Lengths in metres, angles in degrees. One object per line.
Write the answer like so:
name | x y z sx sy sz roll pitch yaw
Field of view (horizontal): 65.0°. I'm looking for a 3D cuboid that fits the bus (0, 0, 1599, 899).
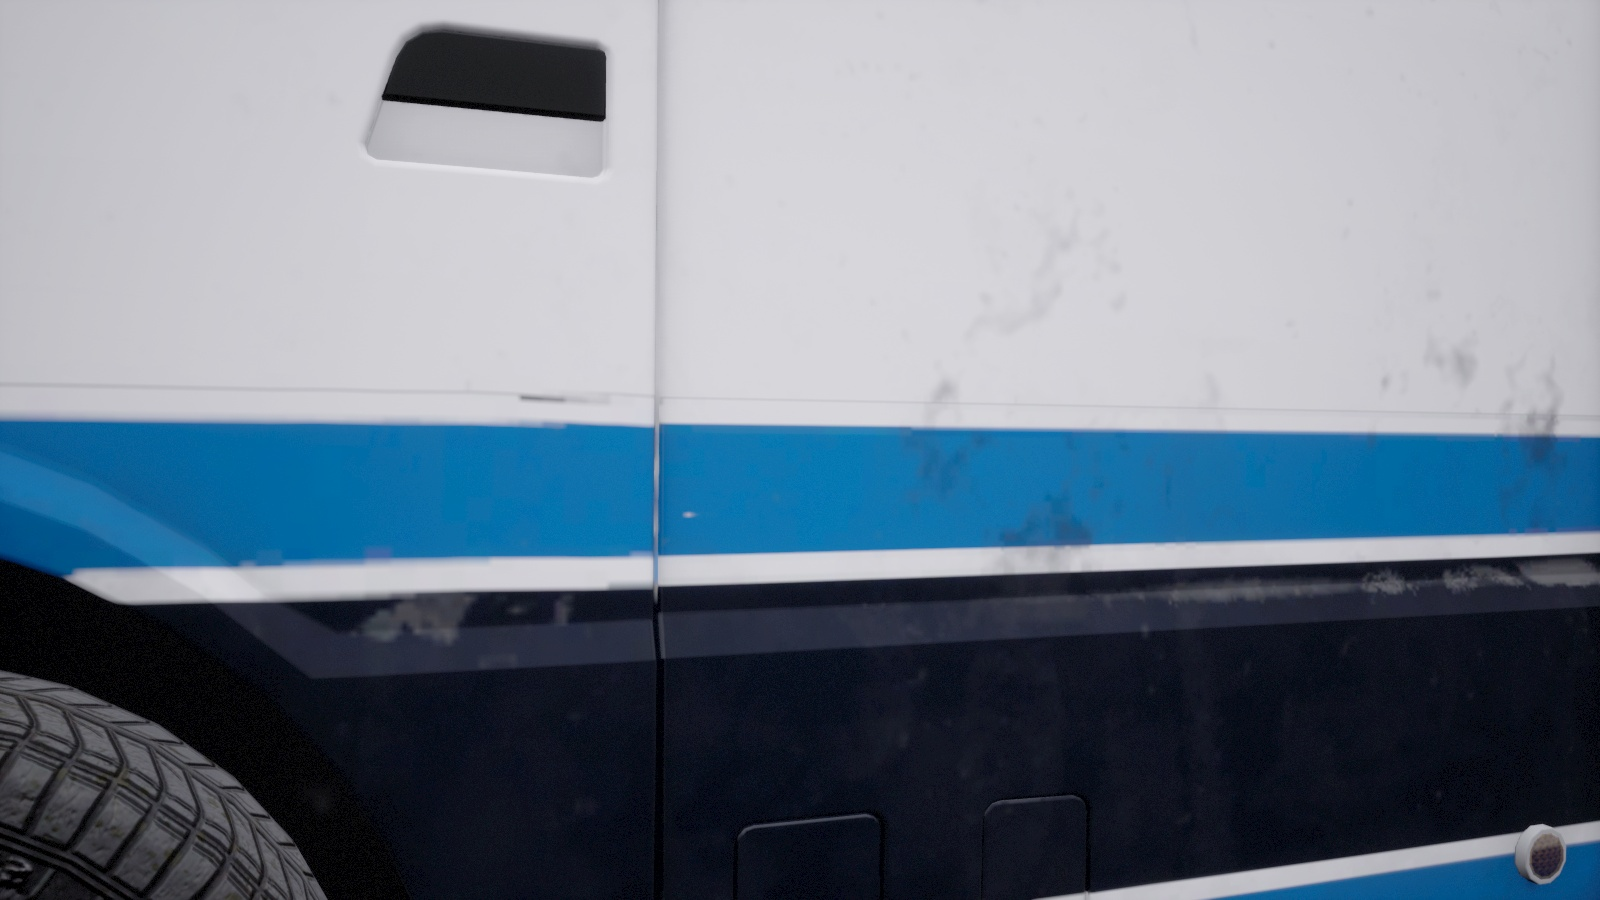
bus | 1.219 -0.652 3.684 10.273 4.253 3.944 -1 1 -21
